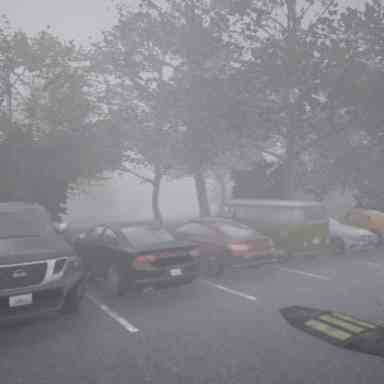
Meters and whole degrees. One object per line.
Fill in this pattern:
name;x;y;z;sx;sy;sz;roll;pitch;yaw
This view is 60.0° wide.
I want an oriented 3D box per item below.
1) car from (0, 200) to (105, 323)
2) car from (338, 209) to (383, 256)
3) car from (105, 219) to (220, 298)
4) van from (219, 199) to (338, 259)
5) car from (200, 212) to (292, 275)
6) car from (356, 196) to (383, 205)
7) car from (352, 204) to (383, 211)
car;-4.097;1.229;7.103;2.435;2.045;5.566;0;0;-35
car;4.907;1.538;13.560;2.002;1.452;4.674;0;0;-35
car;-1.754;1.485;8.802;2.097;1.535;5.008;0;0;-35
van;2.585;1.268;12.045;1.878;1.987;4.442;0;0;-35
car;0.501;1.529;10.413;2.002;1.452;4.674;0;0;-35
car;11.795;1.259;18.432;2.435;2.045;5.566;0;0;-35
car;7.269;1.502;15.234;2.097;1.535;5.008;0;0;-35
